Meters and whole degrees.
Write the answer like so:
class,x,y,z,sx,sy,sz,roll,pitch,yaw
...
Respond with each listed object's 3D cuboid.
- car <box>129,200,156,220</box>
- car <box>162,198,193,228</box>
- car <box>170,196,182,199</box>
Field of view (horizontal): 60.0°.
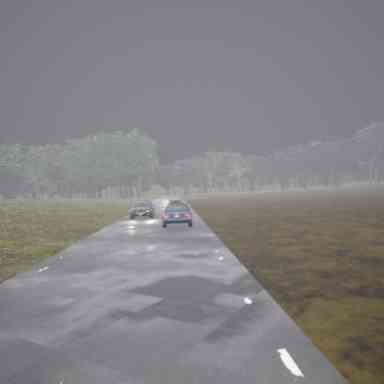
class,x,y,z,sx,sy,sz,roll,pitch,yaw
car,-4.124,1.446,28.226,1.837,1.490,4.892,-3,1,-3
car,-0.956,1.408,21.544,2.033,1.411,5.357,-3,1,-3
car,-1.909,1.243,40.538,1.812,1.442,4.674,-3,1,-3
